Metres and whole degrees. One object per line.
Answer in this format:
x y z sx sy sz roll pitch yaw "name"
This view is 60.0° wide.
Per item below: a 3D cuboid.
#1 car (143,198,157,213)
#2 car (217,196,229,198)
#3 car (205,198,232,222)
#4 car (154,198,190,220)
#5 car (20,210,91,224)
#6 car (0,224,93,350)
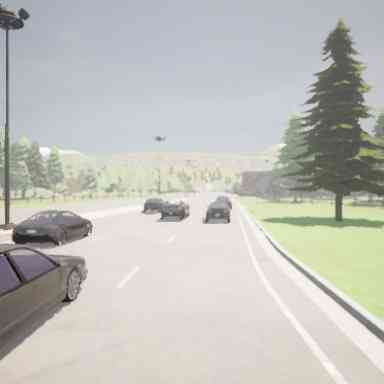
-3.872 1.397 35.501 1.837 1.490 4.892 0 0 7 "car"
3.848 1.234 41.392 2.097 1.767 4.553 0 0 7 "car"
2.040 1.452 25.496 1.812 1.442 4.674 0 0 6 "car"
-1.291 1.410 27.205 2.128 1.511 4.902 0 0 6 "car"
-6.104 1.515 15.045 1.994 1.385 4.181 0 0 5 "car"
-3.322 1.530 5.106 2.033 1.411 5.357 0 0 1 "car"
